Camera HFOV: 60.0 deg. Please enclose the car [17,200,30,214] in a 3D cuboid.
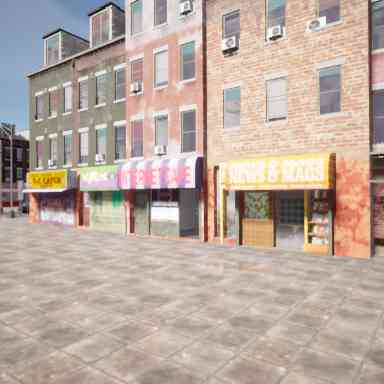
[{"bbox_3d":[-15.190,1.219,34.837,2.150,2.045,5.566,-1,-1,36],"label":"car"}]
